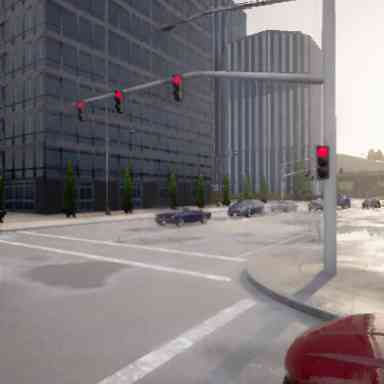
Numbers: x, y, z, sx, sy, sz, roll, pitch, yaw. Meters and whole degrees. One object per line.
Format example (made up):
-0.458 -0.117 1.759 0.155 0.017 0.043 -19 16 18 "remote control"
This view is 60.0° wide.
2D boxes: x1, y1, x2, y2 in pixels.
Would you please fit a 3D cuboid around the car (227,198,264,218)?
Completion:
5.217 1.471 32.043 2.097 1.767 4.553 0 0 36 "car"

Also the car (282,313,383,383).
3.012 1.470 1.833 5.008 1.535 1.882 0 0 35 "car"

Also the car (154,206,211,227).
-0.593 1.721 23.976 1.895 1.301 4.718 0 0 36 "car"

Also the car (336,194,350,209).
21.153 1.319 47.858 2.150 2.045 5.566 0 0 36 "car"

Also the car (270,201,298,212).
11.159 1.718 40.273 1.895 1.301 4.718 0 0 36 "car"

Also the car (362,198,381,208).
26.883 1.644 49.810 1.994 1.385 4.181 0 0 36 "car"

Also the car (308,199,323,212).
15.288 1.604 39.706 1.837 1.490 4.892 0 0 36 "car"
